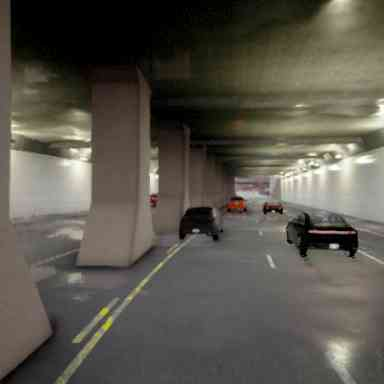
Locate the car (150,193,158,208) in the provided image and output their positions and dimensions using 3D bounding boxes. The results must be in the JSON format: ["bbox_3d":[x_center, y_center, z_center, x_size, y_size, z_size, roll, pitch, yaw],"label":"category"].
[{"bbox_3d":[-4.533,1.152,43.845,2.150,2.045,5.566,0,0,10],"label":"car"}]

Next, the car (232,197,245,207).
[{"bbox_3d":[7.219,1.479,50.988,1.837,1.490,4.892,0,0,9],"label":"car"}]

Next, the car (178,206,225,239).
[{"bbox_3d":[0.555,1.488,17.166,1.837,1.490,4.892,0,0,9],"label":"car"}]

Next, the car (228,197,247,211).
[{"bbox_3d":[5.448,1.332,39.699,2.097,1.767,4.553,0,0,11],"label":"car"}]

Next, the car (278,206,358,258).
[{"bbox_3d":[4.837,1.498,12.916,2.128,1.511,4.902,0,0,8],"label":"car"}]

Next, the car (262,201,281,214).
[{"bbox_3d":[8.327,1.599,34.661,1.895,1.301,4.718,0,0,9],"label":"car"}]
